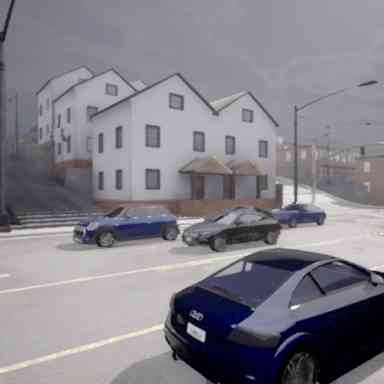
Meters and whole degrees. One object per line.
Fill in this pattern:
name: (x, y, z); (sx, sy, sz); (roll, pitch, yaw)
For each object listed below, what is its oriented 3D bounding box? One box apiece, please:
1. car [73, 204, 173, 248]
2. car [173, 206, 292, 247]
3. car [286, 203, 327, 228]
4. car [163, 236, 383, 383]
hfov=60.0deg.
car: (-2.846, 1.340, 14.847); (4.553, 1.767, 2.097); (0, 0, -35)
car: (1.786, 1.508, 13.857); (4.674, 1.442, 1.812); (0, 0, -35)
car: (6.951, 1.490, 21.796); (4.674, 1.442, 1.812); (0, 0, -35)
car: (1.678, 1.556, 4.943); (4.181, 1.385, 1.994); (0, 0, -36)
